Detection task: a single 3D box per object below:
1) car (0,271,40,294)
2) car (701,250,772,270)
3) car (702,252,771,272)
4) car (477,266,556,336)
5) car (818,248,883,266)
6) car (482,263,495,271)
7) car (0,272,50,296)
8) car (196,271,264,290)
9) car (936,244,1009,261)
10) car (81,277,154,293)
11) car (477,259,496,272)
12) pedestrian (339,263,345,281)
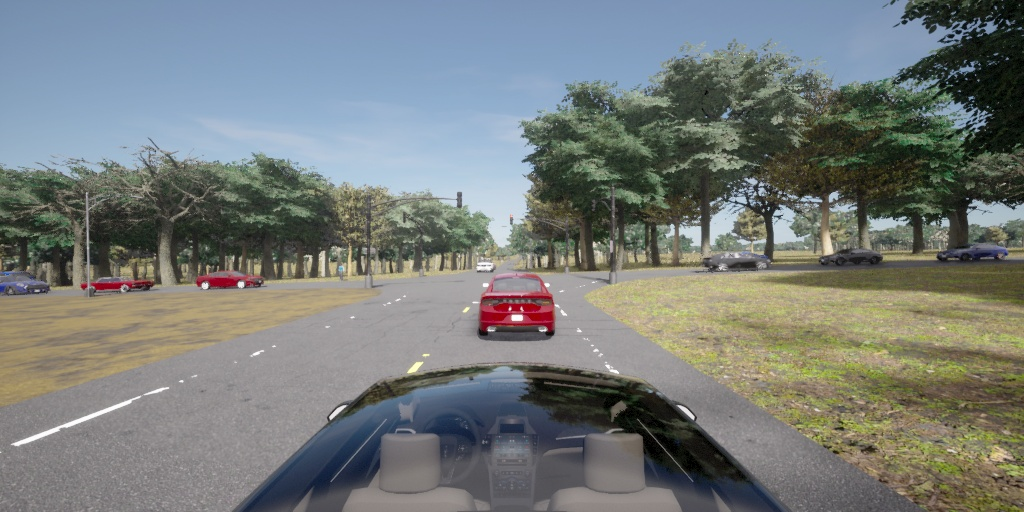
[{"bbox_3d":[-50.392,2.631,35.163,5.566,2.045,2.150,-1,-1,3],"label":"car"},{"bbox_3d":[20.001,0.394,32.089,5.008,1.535,1.882,-2,-1,2],"label":"car"},{"bbox_3d":[17.790,0.458,28.553,4.902,1.511,2.128,-2,-1,3],"label":"car"},{"bbox_3d":[0.127,1.230,10.484,1.882,1.535,5.008,0,0,0],"label":"car"},{"bbox_3d":[29.861,0.054,31.673,4.674,1.442,1.812,-2,-1,2],"label":"car"},{"bbox_3d":[-4.099,1.922,63.627,1.994,1.385,4.181,0,-1,0],"label":"car"},{"bbox_3d":[-43.330,2.504,31.167,4.553,1.767,2.097,-2,-1,3],"label":"car"},{"bbox_3d":[-23.690,1.976,30.255,5.008,1.535,1.882,-2,-1,2],"label":"car"},{"bbox_3d":[40.038,-0.335,31.226,4.674,1.442,1.812,-2,-1,2],"label":"car"},{"bbox_3d":[-33.639,2.437,30.702,4.718,1.301,1.895,-2,-1,3],"label":"car"},{"bbox_3d":[-3.924,1.396,53.047,2.150,2.045,5.566,0,-1,1],"label":"car"},{"bbox_3d":[-17.914,1.668,37.603,0.375,1.860,0.375,0,1,3],"label":"pedestrian"}]
